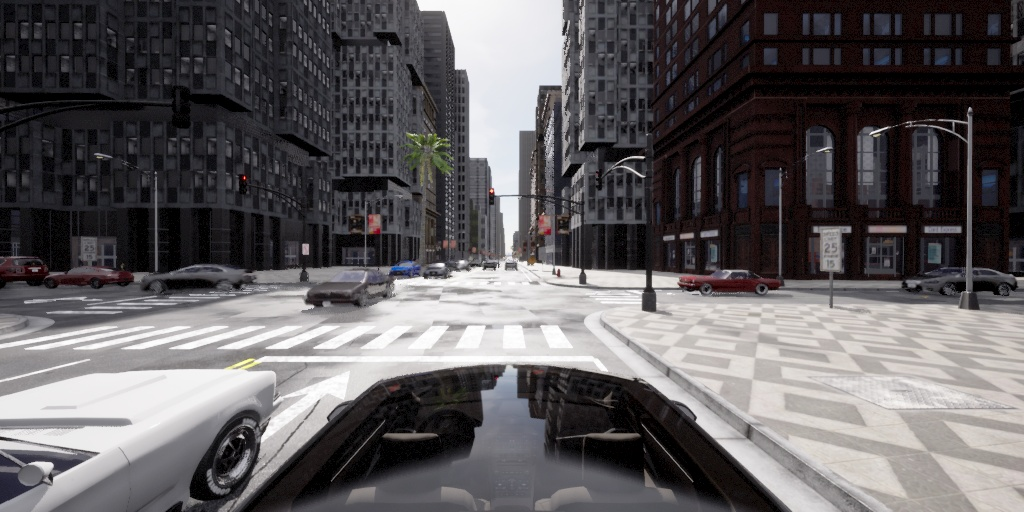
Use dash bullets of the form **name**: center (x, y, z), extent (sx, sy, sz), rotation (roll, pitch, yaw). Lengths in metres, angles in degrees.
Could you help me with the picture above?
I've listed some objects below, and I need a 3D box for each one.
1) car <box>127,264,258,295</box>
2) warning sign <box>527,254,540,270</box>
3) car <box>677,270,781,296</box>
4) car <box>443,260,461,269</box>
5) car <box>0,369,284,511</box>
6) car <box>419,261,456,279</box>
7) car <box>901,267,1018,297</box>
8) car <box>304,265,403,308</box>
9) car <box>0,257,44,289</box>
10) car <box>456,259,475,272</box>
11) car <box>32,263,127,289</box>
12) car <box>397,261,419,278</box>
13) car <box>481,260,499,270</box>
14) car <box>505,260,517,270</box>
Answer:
- **car**: center (-16.469, 1.186, 19.080), extent (4.902, 1.511, 2.128), rotation (0, 1, -15)
- **warning sign**: center (2.661, 0.940, 47.605), extent (1.300, 1.860, 1.060), rotation (0, 0, 0)
- **car**: center (11.652, 1.414, 19.529), extent (4.718, 1.301, 1.895), rotation (0, 0, 0)
- **car**: center (-10.061, 1.461, 60.301), extent (2.033, 1.411, 5.357), rotation (0, -1, 0)
- **car**: center (-3.149, 1.351, 1.460), extent (1.895, 1.301, 4.718), rotation (0, 0, -3)
- **car**: center (-6.725, 1.332, 32.717), extent (1.994, 1.385, 4.181), rotation (0, 0, 0)
- **car**: center (24.280, 1.362, 19.570), extent (4.902, 1.511, 2.128), rotation (0, 0, 0)
- **car**: center (-6.648, 1.291, 15.514), extent (2.033, 1.411, 5.357), rotation (0, 0, 0)
- **car**: center (-30.786, 0.945, 21.293), extent (5.009, 1.841, 2.192), rotation (0, 0, -1)
- **car**: center (-6.791, 1.327, 49.222), extent (2.128, 1.511, 4.902), rotation (0, 0, 0)
- **car**: center (-25.148, 1.232, 21.404), extent (4.207, 1.307, 1.802), rotation (0, 0, -1)
- **car**: center (-9.983, 1.249, 34.002), extent (1.882, 1.535, 5.008), rotation (0, 0, 0)
- **car**: center (-3.372, 1.380, 55.569), extent (1.837, 1.490, 4.892), rotation (0, -1, 0)
- **car**: center (-0.123, 1.373, 56.326), extent (2.128, 1.511, 4.902), rotation (0, 0, 0)
